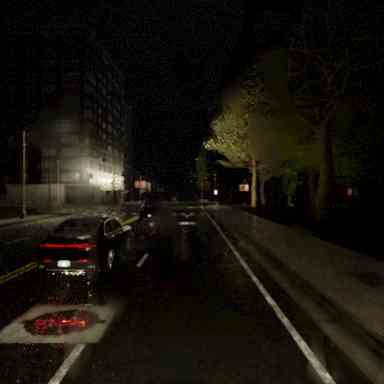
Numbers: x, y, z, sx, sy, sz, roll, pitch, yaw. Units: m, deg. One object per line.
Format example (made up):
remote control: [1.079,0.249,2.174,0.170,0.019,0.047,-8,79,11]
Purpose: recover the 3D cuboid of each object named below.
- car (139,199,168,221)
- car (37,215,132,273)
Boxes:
car: [-3.158,1.535,27.120,1.837,1.490,4.892,0,0,0]
car: [-3.151,1.510,10.612,1.837,1.490,4.892,0,0,0]
